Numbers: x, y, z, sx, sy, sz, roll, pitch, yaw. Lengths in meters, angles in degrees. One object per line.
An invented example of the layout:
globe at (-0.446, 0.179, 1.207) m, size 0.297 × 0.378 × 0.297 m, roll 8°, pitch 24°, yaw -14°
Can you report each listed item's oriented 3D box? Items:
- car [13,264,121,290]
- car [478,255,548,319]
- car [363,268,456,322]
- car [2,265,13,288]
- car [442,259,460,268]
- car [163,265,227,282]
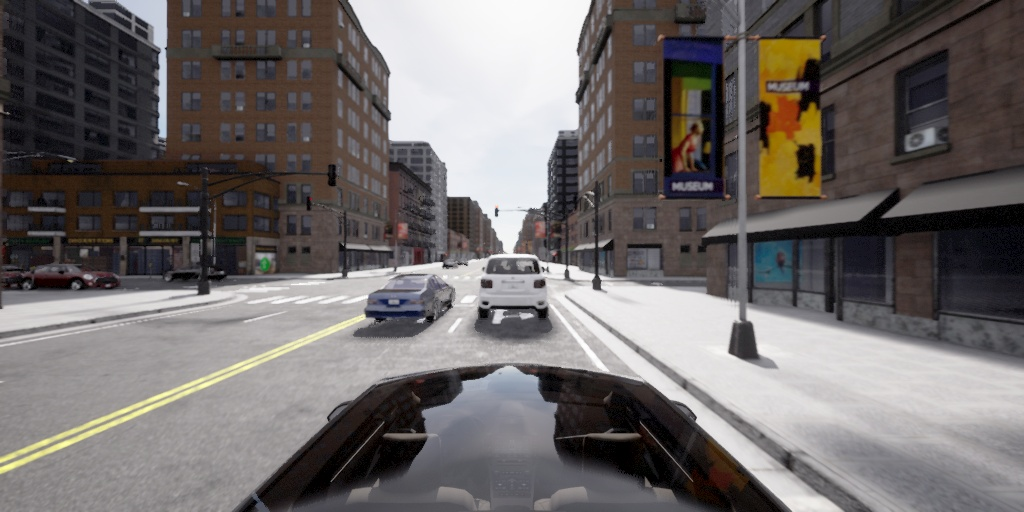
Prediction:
car at (-25.453, 1.189, 20.842) m, size 4.097 × 1.591 × 1.967 m, roll 0°, pitch 0°, yaw 0°
car at (0.050, 0.979, 12.949) m, size 2.150 × 2.045 × 5.566 m, roll 0°, pitch 0°, yaw 0°
car at (-3.225, 1.306, 12.334) m, size 2.033 × 1.411 × 5.357 m, roll 0°, pitch 0°, yaw 0°
car at (-30.964, 1.188, 20.859) m, size 4.097 × 1.591 × 1.967 m, roll 0°, pitch 0°, yaw 0°
car at (-9.917, 1.292, 57.129) m, size 1.837 × 1.490 × 4.892 m, roll 0°, pitch 0°, yaw 0°
car at (-25.427, 1.353, 28.867) m, size 4.313 × 1.339 × 1.948 m, roll 0°, pitch 0°, yaw 0°
